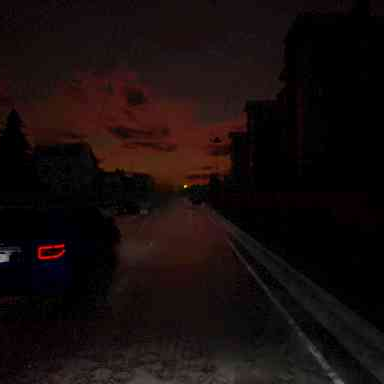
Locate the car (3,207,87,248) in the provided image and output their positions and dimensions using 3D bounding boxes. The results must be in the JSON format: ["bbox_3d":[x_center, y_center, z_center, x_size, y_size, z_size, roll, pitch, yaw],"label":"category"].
[{"bbox_3d":[-6.897,1.586,16.333,1.882,1.535,5.008,0,0,0],"label":"car"}]

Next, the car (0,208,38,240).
[{"bbox_3d":[-10.397,1.686,18.246,1.994,1.385,4.181,0,0,0],"label":"car"}]

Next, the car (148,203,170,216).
[{"bbox_3d":[-3.393,1.834,35.141,1.895,1.301,4.718,0,0,0],"label":"car"}]

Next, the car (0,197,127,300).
[{"bbox_3d":[-3.399,1.281,8.633,2.150,2.045,5.566,0,0,0],"label":"car"}]

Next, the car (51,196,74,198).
[{"bbox_3d":[-13.502,1.461,35.978,2.150,2.045,5.566,0,0,3],"label":"car"}]

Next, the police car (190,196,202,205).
[{"bbox_3d":[1.064,1.883,69.325,1.930,1.638,5.238,0,0,0],"label":"police car"}]

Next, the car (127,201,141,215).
[{"bbox_3d":[-6.893,1.736,36.831,2.128,1.511,4.902,0,0,0],"label":"car"}]

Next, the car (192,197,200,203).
[{"bbox_3d":[1.067,2.041,85.214,1.882,1.535,5.008,0,0,0],"label":"car"}]

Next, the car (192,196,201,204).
[{"bbox_3d":[1.065,1.874,79.185,2.097,1.767,4.553,0,0,0],"label":"car"}]
